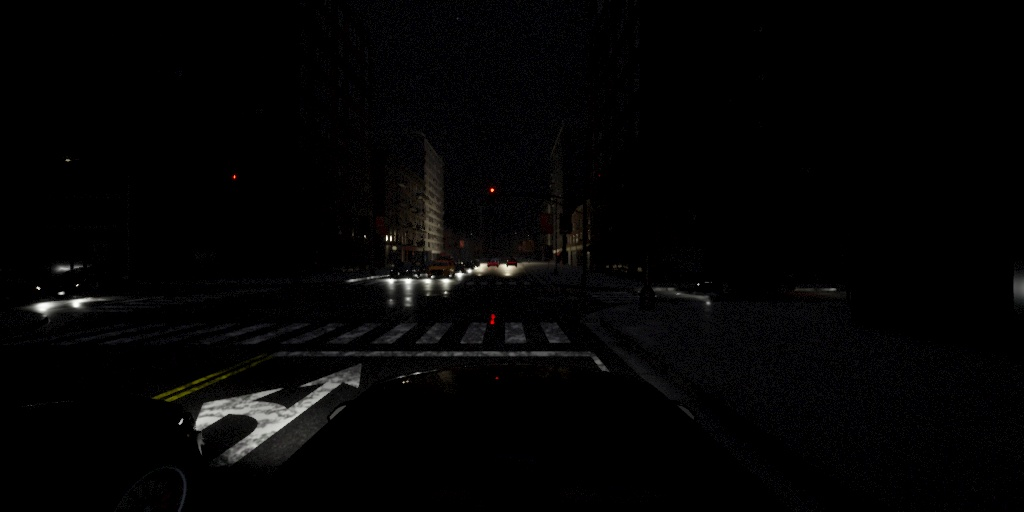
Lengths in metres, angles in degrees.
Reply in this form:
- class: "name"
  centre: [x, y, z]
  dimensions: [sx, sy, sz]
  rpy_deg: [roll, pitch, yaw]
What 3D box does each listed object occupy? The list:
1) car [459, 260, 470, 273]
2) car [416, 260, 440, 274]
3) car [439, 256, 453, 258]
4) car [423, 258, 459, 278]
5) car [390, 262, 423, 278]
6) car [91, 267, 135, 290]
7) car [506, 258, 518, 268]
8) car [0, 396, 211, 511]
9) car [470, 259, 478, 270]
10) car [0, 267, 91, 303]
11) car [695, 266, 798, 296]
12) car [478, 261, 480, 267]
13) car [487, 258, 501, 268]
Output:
- class: "car"
  centre: [-6.612, 1.300, 42.878]
  dimensions: [1.994, 1.385, 4.181]
  rpy_deg: [0, 0, 0]
- class: "car"
  centre: [-9.857, 1.261, 42.533]
  dimensions: [1.812, 1.442, 4.674]
  rpy_deg: [0, 0, 0]
- class: "car"
  centre: [-9.858, 0.951, 53.260]
  dimensions: [2.150, 2.045, 5.566]
  rpy_deg: [0, 0, 0]
- class: "car"
  centre: [-6.607, 1.218, 33.889]
  dimensions: [1.882, 1.535, 5.008]
  rpy_deg: [0, 0, 0]
- class: "car"
  centre: [-9.857, 1.266, 33.519]
  dimensions: [1.812, 1.442, 4.674]
  rpy_deg: [0, 0, 0]
- class: "car"
  centre: [-25.380, 1.325, 21.622]
  dimensions: [4.313, 1.339, 1.948]
  rpy_deg: [0, 0, 0]
- class: "car"
  centre: [-0.018, 1.229, 62.195]
  dimensions: [1.837, 1.490, 4.892]
  rpy_deg: [0, 0, 0]
- class: "car"
  centre: [-3.244, 1.276, 0.782]
  dimensions: [1.812, 1.442, 4.674]
  rpy_deg: [0, 0, 0]
- class: "car"
  centre: [-6.604, 1.294, 52.514]
  dimensions: [1.994, 1.385, 4.181]
  rpy_deg: [0, 0, 1]
- class: "car"
  centre: [-22.901, 1.287, 16.125]
  dimensions: [5.357, 1.411, 2.033]
  rpy_deg: [0, 0, 0]
- class: "car"
  centre: [12.452, 1.289, 19.242]
  dimensions: [4.892, 1.490, 1.837]
  rpy_deg: [0, 0, 2]
- class: "car"
  centre: [-6.573, 1.272, 62.066]
  dimensions: [2.033, 1.411, 5.357]
  rpy_deg: [0, 0, 0]
- class: "car"
  centre: [-3.268, 1.325, 62.641]
  dimensions: [1.895, 1.301, 4.718]
  rpy_deg: [0, 0, 0]
